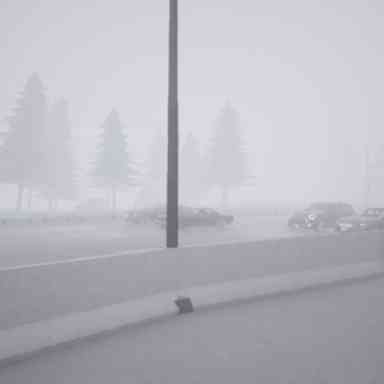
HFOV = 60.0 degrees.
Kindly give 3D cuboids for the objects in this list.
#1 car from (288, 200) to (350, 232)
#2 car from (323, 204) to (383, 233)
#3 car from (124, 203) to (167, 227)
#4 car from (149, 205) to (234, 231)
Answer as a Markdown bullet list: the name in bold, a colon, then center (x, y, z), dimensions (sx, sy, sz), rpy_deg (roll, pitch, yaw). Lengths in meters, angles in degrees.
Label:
- **car**: center (8.036, 1.405, 20.307), dimensions (4.553, 1.767, 2.097), rpy_deg (0, 0, -28)
- **car**: center (9.477, 1.556, 17.111), dimensions (4.902, 1.511, 2.128), rpy_deg (0, 0, -28)
- **car**: center (-2.160, 1.490, 22.817), dimensions (4.902, 1.511, 2.128), rpy_deg (0, 0, -28)
- **car**: center (0.097, 1.610, 20.064), dimensions (4.718, 1.301, 1.895), rpy_deg (0, 0, -28)
